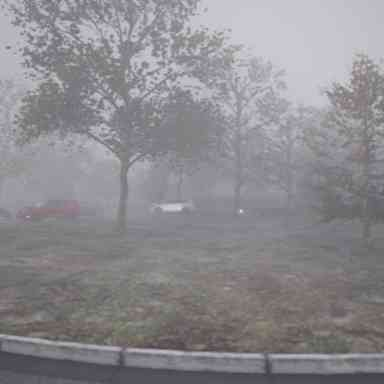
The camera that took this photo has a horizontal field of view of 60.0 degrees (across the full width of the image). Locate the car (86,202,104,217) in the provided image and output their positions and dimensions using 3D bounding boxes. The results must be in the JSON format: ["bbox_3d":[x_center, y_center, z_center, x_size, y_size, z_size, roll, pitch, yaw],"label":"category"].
[{"bbox_3d":[-11.981,1.880,35.959,4.553,1.767,2.097,0,-1,-36],"label":"car"}]

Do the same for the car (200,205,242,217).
[{"bbox_3d":[3.274,2.157,37.909,4.718,1.301,1.895,1,-1,3],"label":"car"}]

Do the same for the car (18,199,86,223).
[{"bbox_3d":[-13.027,1.689,30.689,2.150,2.045,5.566,-1,-2,38],"label":"car"}]

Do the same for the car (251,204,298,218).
[{"bbox_3d":[8.959,2.039,36.250,5.008,1.535,1.882,0,-1,27],"label":"car"}]

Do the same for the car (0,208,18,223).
[{"bbox_3d":[-17.822,1.922,28.078,2.128,1.511,4.902,0,-1,25],"label":"car"}]

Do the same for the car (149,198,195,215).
[{"bbox_3d":[-2.425,1.746,40.608,5.566,2.045,2.150,0,-1,-8],"label":"car"}]
